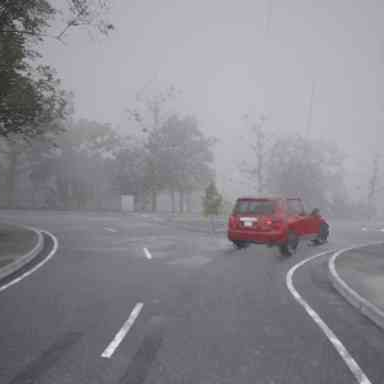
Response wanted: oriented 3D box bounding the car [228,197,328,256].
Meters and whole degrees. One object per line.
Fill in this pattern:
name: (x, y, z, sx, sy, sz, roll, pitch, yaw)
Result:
car: (3.611, 1.210, 13.368, 2.150, 2.045, 5.566, 0, -1, 39)
